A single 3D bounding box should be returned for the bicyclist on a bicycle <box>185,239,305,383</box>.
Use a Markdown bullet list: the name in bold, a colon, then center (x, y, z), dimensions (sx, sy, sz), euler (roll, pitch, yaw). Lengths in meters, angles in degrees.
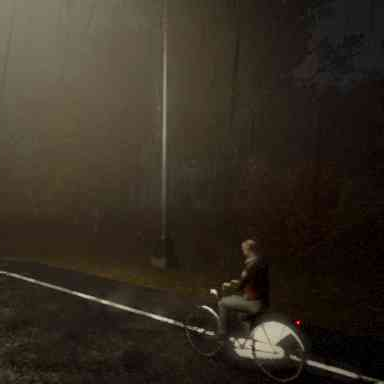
- **bicyclist on a bicycle**: center (0.615, 1.526, 4.557), dimensions (1.843, 1.776, 0.659), euler (-1, -2, 37)
